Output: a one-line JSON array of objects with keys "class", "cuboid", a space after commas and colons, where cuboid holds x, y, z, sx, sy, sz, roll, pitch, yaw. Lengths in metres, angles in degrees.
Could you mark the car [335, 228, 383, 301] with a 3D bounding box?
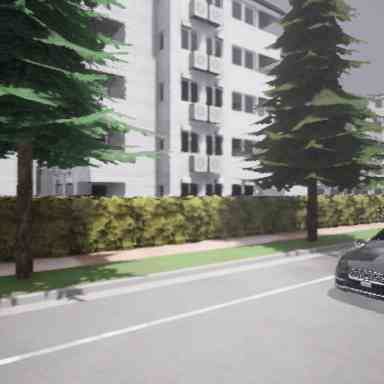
[{"class": "car", "cuboid": [5.302, 1.516, 7.774, 4.892, 1.490, 1.837, 0, 0, -36]}]
